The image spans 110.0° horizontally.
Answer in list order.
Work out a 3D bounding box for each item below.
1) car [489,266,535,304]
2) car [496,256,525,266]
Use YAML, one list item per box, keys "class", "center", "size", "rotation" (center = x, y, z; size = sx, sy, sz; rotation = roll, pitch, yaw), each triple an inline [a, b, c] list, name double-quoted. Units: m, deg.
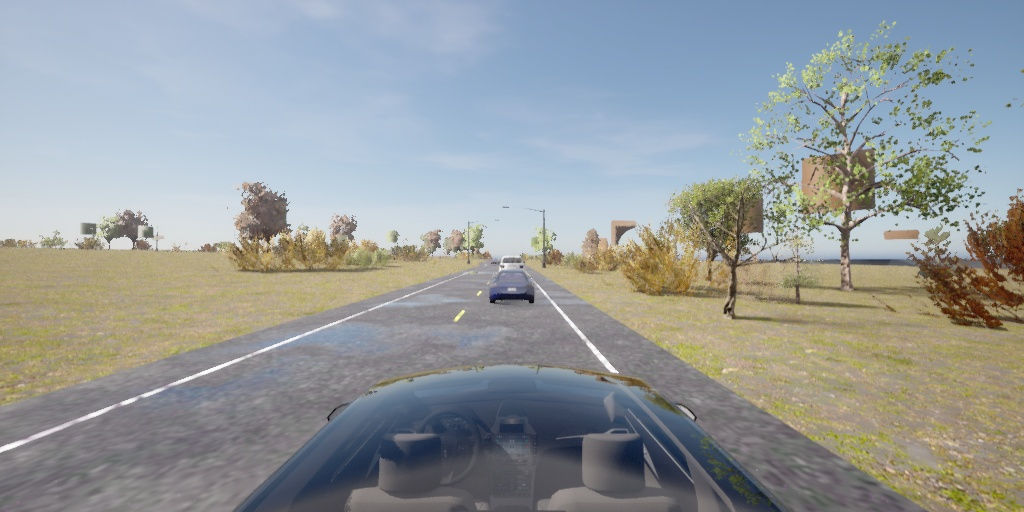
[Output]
- class: "car"
  center: [0.000, 1.324, 16.501]
  size: [1.994, 1.385, 4.181]
  rotation: [0, 0, 0]
- class: "car"
  center: [0.000, 1.017, 31.532]
  size: [2.150, 2.045, 5.566]
  rotation: [0, 0, 0]
